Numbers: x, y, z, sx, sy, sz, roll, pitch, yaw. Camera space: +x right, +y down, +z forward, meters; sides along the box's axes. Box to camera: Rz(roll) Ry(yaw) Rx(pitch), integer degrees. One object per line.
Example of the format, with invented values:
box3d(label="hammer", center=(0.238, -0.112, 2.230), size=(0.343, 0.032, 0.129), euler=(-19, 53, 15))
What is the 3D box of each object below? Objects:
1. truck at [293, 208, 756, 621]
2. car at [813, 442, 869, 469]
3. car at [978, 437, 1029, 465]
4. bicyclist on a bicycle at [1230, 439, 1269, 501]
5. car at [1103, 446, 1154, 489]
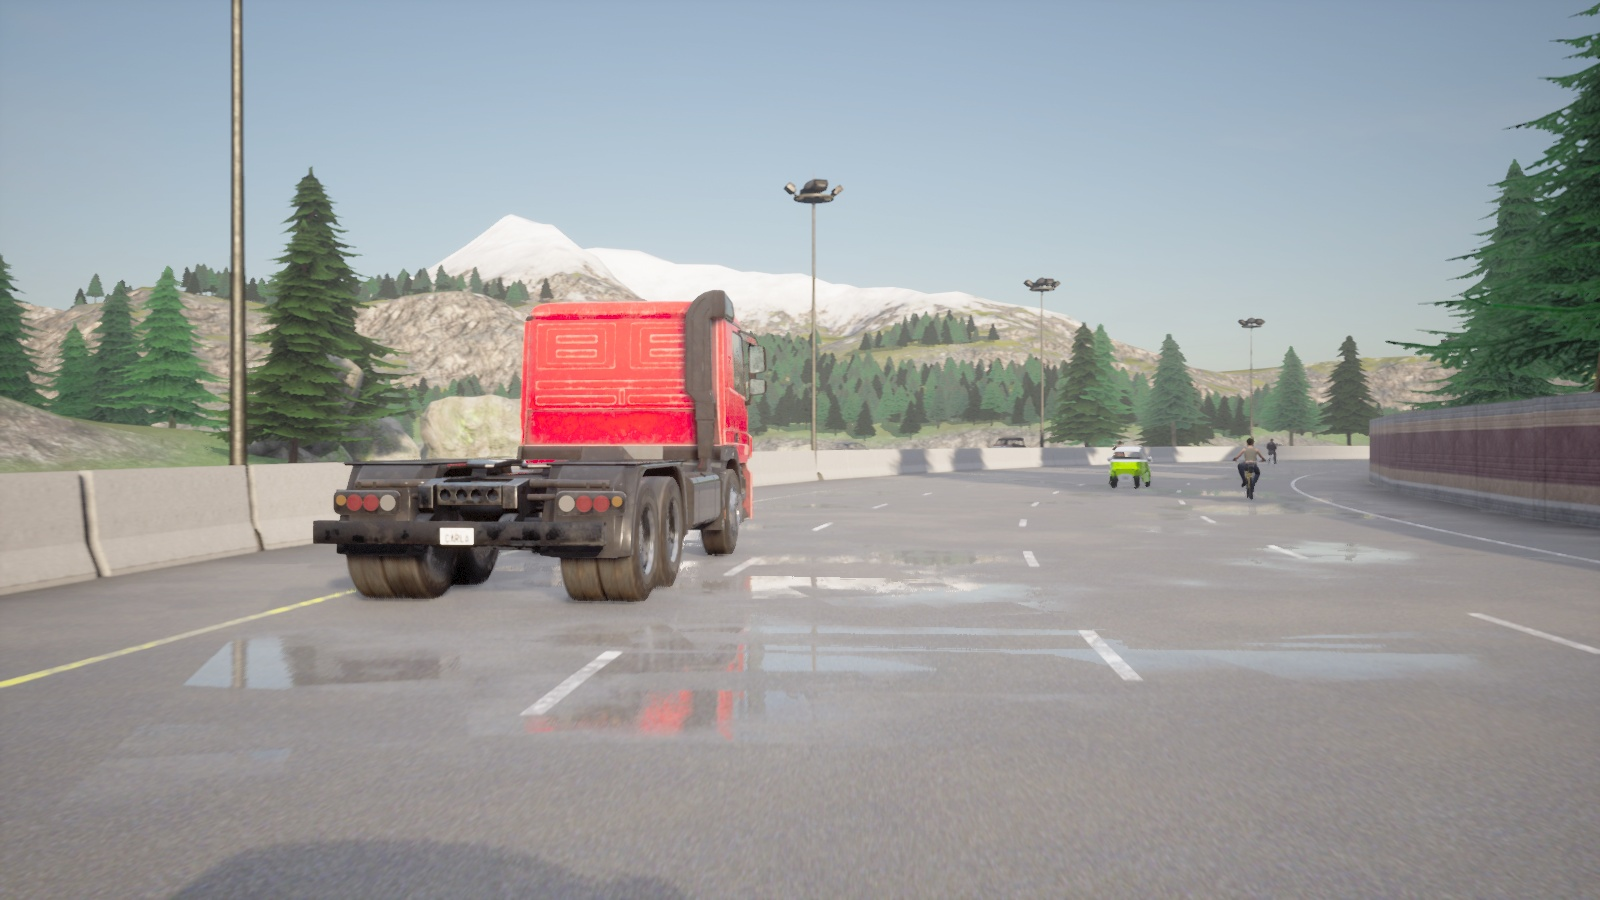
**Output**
box3d(label="truck", center=(-2.503, -0.321, 14.610), size=(2.891, 3.462, 7.936), euler=(0, 0, 6))
box3d(label="car", center=(2.458, 0.310, 74.097), size=(1.789, 1.549, 3.705), euler=(0, 0, 29))
box3d(label="car", center=(13.897, 0.075, 85.656), size=(1.905, 1.878, 3.866), euler=(0, 0, 35))
box3d(label="bicyclist on a bicycle", center=(11.919, 0.508, 33.318), size=(0.866, 1.612, 1.509), euler=(0, 0, 15))
box3d(label="car", center=(11.100, 0.574, 42.405), size=(1.481, 1.376, 2.207), euler=(0, 1, 19))
